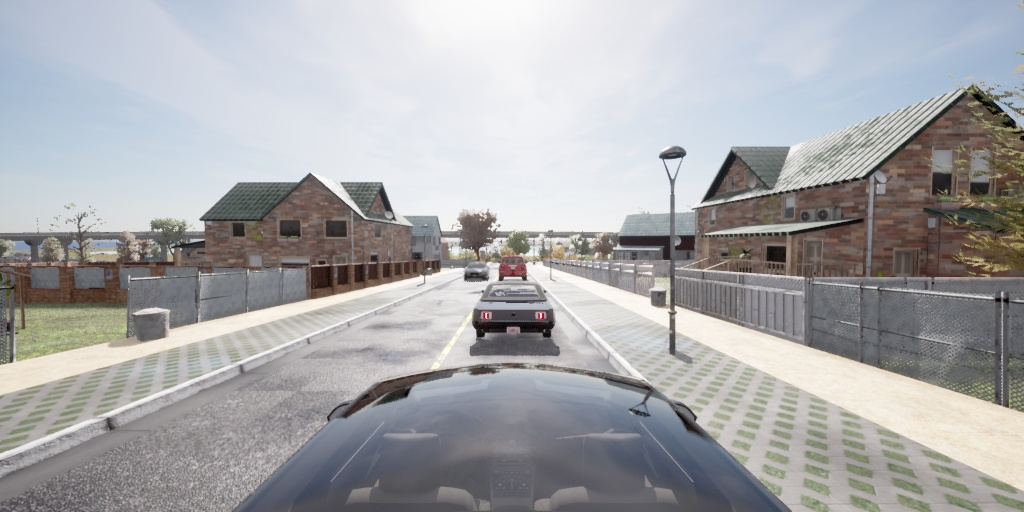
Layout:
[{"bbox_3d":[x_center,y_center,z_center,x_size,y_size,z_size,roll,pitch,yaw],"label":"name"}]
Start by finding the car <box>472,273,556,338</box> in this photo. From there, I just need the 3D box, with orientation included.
[{"bbox_3d":[0.054,1.347,10.137,1.895,1.301,4.718,0,0,0],"label":"car"}]

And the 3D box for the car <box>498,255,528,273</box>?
[{"bbox_3d":[0.066,0.970,28.784,2.150,2.045,5.566,0,0,0],"label":"car"}]

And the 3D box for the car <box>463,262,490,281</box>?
[{"bbox_3d":[-2.863,1.254,29.685,1.837,1.490,4.892,0,0,0],"label":"car"}]
